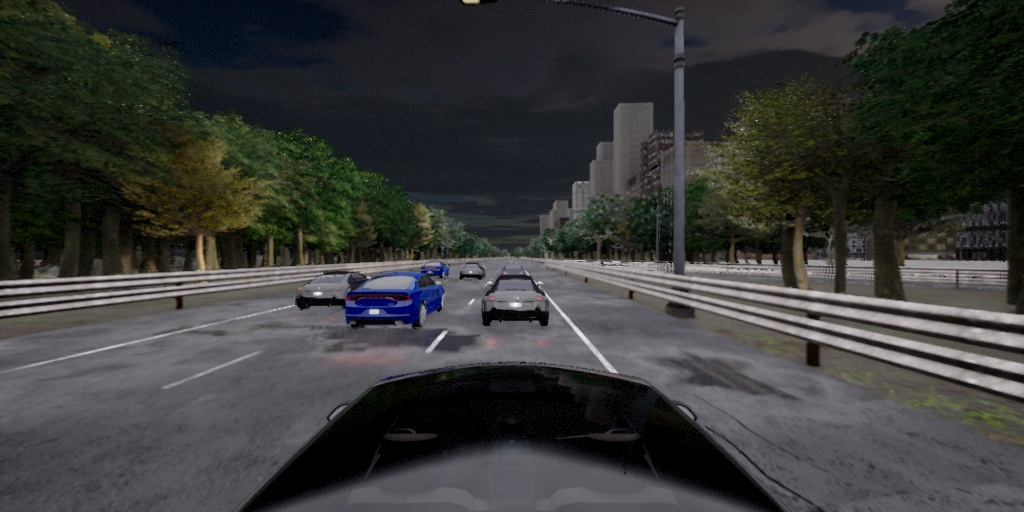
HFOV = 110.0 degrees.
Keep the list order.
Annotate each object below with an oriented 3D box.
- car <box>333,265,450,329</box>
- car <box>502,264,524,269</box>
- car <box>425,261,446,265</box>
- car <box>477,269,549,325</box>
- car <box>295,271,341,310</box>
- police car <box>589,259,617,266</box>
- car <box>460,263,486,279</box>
[{"bbox_3d":[-3.404,1.223,11.333,1.882,1.535,5.008,0,0,0],"label":"car"},{"bbox_3d":[0.090,1.335,29.648,1.895,1.301,4.718,0,0,0],"label":"car"},{"bbox_3d":[-6.911,1.210,32.617,1.882,1.535,5.008,0,0,0],"label":"car"},{"bbox_3d":[0.097,1.310,11.852,1.994,1.385,4.181,0,0,0],"label":"car"},{"bbox_3d":[-6.905,1.307,14.749,1.994,1.385,4.181,0,0,0],"label":"car"},{"bbox_3d":[13.784,1.332,55.216,2.038,1.542,4.974,0,0,-29],"label":"police car"},{"bbox_3d":[-3.411,1.297,31.616,1.994,1.385,4.181,0,0,0],"label":"car"}]
